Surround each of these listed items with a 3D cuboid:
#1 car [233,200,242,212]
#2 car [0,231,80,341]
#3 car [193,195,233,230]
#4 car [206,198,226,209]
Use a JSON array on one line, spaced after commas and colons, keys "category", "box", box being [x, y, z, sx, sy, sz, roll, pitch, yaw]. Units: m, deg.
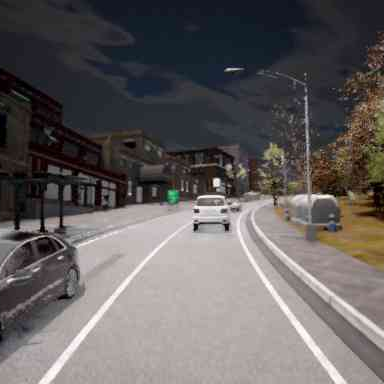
[{"category": "car", "box": [4.824, 1.589, 39.260, 1.895, 1.301, 4.718, -2, 0, 15]}, {"category": "car", "box": [-3.470, 1.518, 5.655, 1.837, 1.490, 4.892, 0, 0, 2]}, {"category": "car", "box": [1.353, 1.235, 21.351, 2.150, 2.045, 5.566, -1, 0, 7]}, {"category": "car", "box": [3.496, 1.600, 47.845, 1.812, 1.442, 4.674, -2, -1, 18]}]
